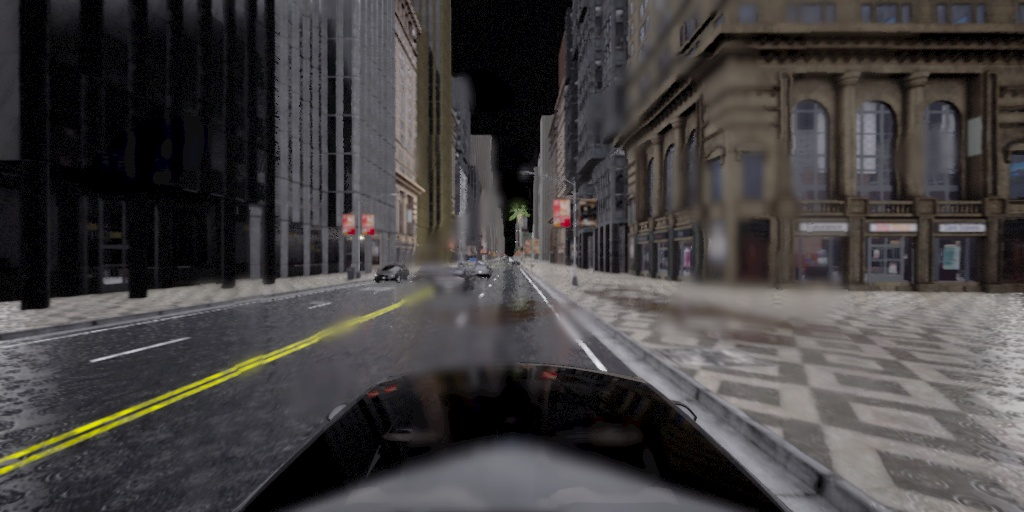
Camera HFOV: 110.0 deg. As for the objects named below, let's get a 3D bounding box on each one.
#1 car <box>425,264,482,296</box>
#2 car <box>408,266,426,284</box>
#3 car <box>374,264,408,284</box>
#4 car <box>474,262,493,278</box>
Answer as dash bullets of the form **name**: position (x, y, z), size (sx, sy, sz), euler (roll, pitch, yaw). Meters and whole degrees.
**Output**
- **car**: position (-3.143, 1.378, 20.384), size (2.128, 1.511, 4.902), euler (0, 0, 0)
- **car**: position (-6.589, 1.500, 29.573), size (2.033, 1.411, 5.357), euler (0, 0, 0)
- **car**: position (-9.836, 1.460, 29.914), size (1.837, 1.490, 4.892), euler (0, 0, 0)
- **car**: position (-3.138, 1.572, 37.504), size (1.994, 1.385, 4.181), euler (0, 0, 0)
